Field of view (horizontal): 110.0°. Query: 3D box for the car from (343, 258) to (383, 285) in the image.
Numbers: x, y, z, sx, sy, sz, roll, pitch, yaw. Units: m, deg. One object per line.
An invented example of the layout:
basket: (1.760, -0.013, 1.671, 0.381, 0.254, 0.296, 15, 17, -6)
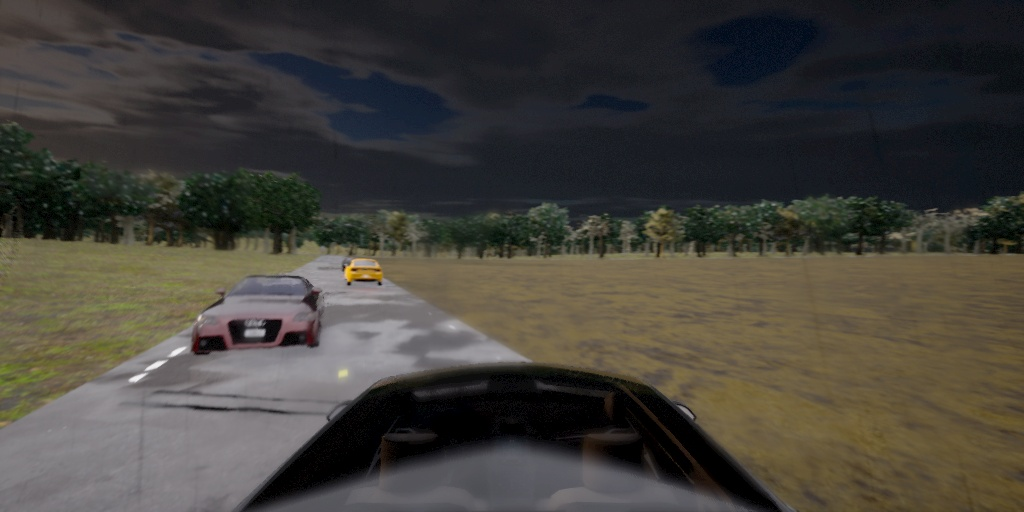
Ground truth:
car: (-9.160, 0.909, 22.086, 1.882, 1.535, 5.008, 2, 0, -26)

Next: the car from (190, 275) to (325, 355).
car: (-5.351, 1.127, 8.072, 1.994, 1.385, 4.181, 2, 0, -26)
